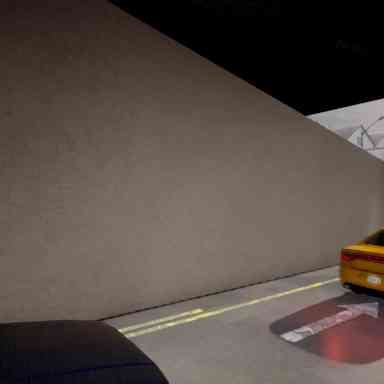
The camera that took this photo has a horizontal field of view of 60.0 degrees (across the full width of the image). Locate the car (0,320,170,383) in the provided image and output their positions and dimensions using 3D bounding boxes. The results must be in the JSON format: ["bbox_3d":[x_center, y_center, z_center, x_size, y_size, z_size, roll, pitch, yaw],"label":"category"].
[{"bbox_3d":[-2.697,1.547,1.861,5.357,1.411,2.033,0,0,-35],"label":"car"}]

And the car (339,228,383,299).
[{"bbox_3d":[5.400,1.478,7.610,5.008,1.535,1.882,0,0,-35],"label":"car"}]
